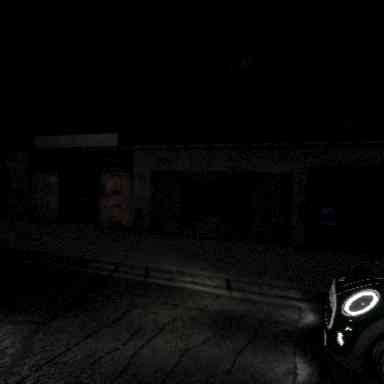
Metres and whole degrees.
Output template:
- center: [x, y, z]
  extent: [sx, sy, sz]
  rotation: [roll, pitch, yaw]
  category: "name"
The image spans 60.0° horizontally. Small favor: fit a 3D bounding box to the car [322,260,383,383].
- center: [3.961, 1.325, 3.809]
  extent: [4.553, 1.767, 2.097]
  rotation: [2, 2, 23]
  category: "car"
